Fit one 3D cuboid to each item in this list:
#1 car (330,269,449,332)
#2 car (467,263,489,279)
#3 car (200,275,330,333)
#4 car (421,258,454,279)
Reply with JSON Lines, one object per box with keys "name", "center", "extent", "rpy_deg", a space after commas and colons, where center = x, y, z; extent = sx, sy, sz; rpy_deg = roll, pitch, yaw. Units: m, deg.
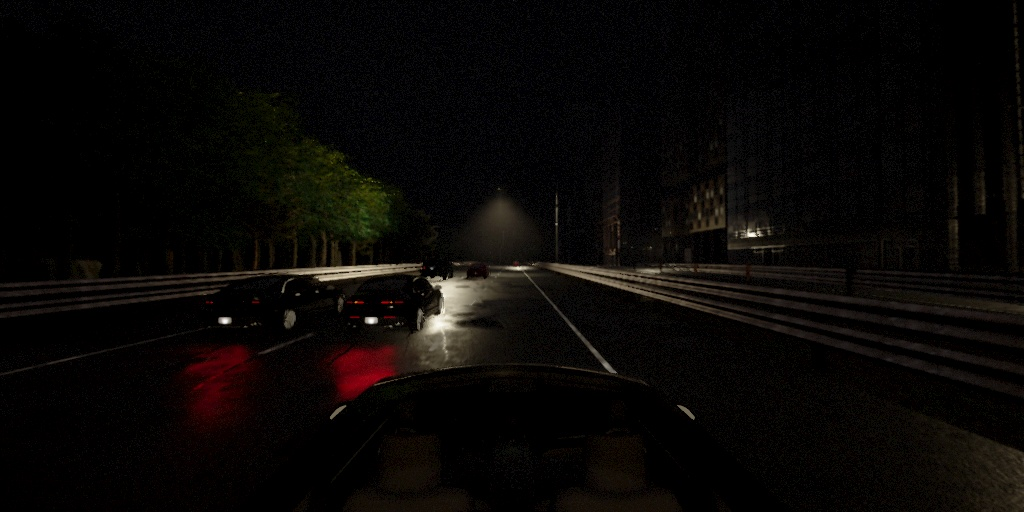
{"name": "car", "center": [-3.392, 1.320, 11.068], "extent": [1.837, 1.490, 4.892], "rpy_deg": [0, 0, 0]}
{"name": "car", "center": [-3.385, 1.483, 35.972], "extent": [1.882, 1.535, 5.008], "rpy_deg": [0, 0, 0]}
{"name": "car", "center": [-6.891, 1.320, 11.034], "extent": [1.837, 1.490, 4.892], "rpy_deg": [0, 0, 0]}
{"name": "car", "center": [-6.889, 1.206, 33.490], "extent": [2.150, 2.045, 5.566], "rpy_deg": [0, -1, 0]}
